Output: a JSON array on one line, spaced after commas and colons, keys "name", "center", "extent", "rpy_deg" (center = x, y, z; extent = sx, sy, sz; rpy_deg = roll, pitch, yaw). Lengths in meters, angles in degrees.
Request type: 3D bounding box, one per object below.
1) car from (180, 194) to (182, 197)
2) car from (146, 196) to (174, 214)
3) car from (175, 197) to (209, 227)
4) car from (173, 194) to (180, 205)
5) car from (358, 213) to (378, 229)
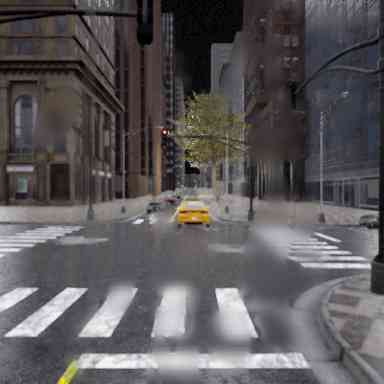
[{"name": "car", "center": [-3.000, 0.962, 65.618], "extent": [1.895, 1.301, 4.718], "rpy_deg": [0, 1, 0]}, {"name": "car", "center": [-3.098, 1.324, 31.357], "extent": [1.994, 1.385, 4.181], "rpy_deg": [0, 1, 0]}, {"name": "car", "center": [0.102, 1.343, 21.587], "extent": [1.882, 1.535, 5.008], "rpy_deg": [0, 1, 0]}, {"name": "car", "center": [-3.091, 1.173, 46.988], "extent": [1.895, 1.301, 4.718], "rpy_deg": [0, 1, 0]}, {"name": "car", "center": [11.929, 1.531, 19.098], "extent": [4.403, 1.369, 2.008], "rpy_deg": [0, 0, 0]}]
